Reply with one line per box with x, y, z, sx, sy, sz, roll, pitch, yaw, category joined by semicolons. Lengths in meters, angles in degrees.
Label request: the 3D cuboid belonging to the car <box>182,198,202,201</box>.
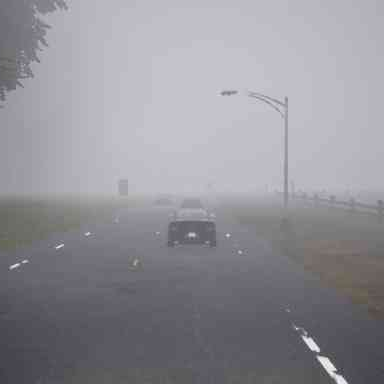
0.000;1.189;29.633;1.994;1.385;4.181;0;1;0;car

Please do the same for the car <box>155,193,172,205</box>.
-3.500;0.850;41.629;1.812;1.442;4.674;0;2;0;car

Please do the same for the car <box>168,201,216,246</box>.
0.000;1.381;14.641;1.882;1.535;5.008;0;1;0;car
